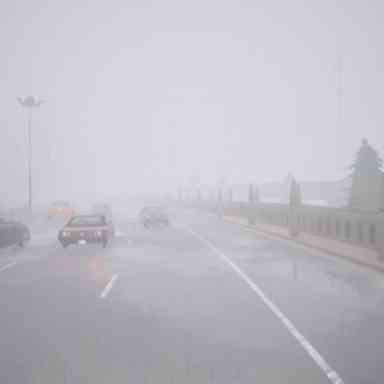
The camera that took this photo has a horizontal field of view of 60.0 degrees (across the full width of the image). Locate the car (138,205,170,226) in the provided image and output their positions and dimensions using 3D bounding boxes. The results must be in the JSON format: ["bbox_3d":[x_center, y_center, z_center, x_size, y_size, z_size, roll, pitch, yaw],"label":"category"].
[{"bbox_3d":[-2.860,1.682,24.477,2.033,1.411,5.357,0,0,-13],"label":"car"}]

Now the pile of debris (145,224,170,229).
[{"bbox_3d":[-2.379,2.298,22.453,1.500,0.140,1.860,0,0,-12],"label":"pile of debris"}]

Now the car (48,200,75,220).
[{"bbox_3d":[-11.933,1.559,30.557,2.097,1.767,4.553,0,0,-18],"label":"car"}]

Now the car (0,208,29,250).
[{"bbox_3d":[-7.832,1.581,12.601,2.128,1.511,4.902,0,0,-7],"label":"car"}]

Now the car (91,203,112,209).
[{"bbox_3d":[-9.024,1.753,33.155,2.033,1.411,5.357,0,0,-19],"label":"car"}]

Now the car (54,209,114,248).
[{"bbox_3d":[-4.661,1.695,15.322,1.895,1.301,4.718,0,0,-9],"label":"car"}]

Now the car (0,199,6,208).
[{"bbox_3d":[-30.476,1.917,52.497,1.882,1.535,5.008,0,0,-32],"label":"car"}]
